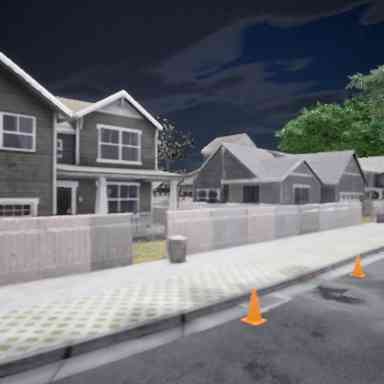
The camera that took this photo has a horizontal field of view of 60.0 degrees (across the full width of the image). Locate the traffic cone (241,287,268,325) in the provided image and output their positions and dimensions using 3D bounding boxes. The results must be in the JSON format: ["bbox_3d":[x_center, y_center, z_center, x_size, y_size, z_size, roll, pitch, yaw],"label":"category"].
[{"bbox_3d":[1.118,2.010,5.958,0.340,0.580,0.340,0,-1,-41],"label":"traffic cone"}]

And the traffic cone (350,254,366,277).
[{"bbox_3d":[4.640,2.031,9.300,0.340,0.580,0.340,0,-1,-44],"label":"traffic cone"}]
